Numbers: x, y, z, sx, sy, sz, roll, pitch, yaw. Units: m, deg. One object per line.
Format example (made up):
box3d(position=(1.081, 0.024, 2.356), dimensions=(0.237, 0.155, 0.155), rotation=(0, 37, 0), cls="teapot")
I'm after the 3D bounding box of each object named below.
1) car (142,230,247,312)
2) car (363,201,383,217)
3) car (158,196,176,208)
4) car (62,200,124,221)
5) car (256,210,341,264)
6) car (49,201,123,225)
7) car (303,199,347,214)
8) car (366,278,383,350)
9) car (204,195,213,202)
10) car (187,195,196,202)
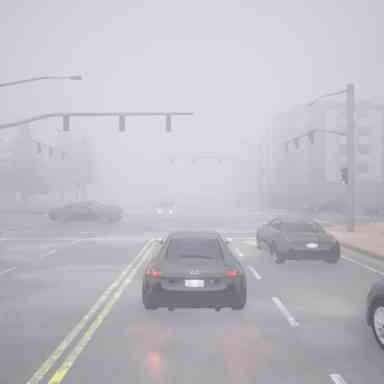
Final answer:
box3d(position=(0.055, 1.564, 7.819), dimensions=(1.994, 1.385, 4.181), rotation=(0, 0, 0), cls="car")
box3d(position=(18.543, 1.505, 31.002), dimensions=(4.892, 1.490, 1.837), rotation=(0, 0, -2), cls="car")
box3d(position=(-3.610, 1.526, 47.134), dimensions=(1.812, 1.442, 4.674), rotation=(0, 0, 0), cls="car")
box3d(position=(-8.356, 1.493, 28.120), dimensions=(4.902, 1.511, 2.128), rotation=(0, 0, -20), cls="car")
box3d(position=(3.575, 1.564, 11.904), dimensions=(1.994, 1.385, 4.181), rotation=(0, 0, 0), cls="car")
box3d(position=(-7.343, 1.491, 23.158), dimensions=(4.902, 1.511, 2.128), rotation=(0, 0, 0), cls="car")
box3d(position=(14.046, 1.492, 34.388), dimensions=(4.902, 1.511, 2.128), rotation=(0, 0, -1), cls="car")
box3d(position=(3.599, 1.505, 3.200), dimensions=(1.837, 1.490, 4.892), rotation=(0, 0, 0), cls="car")
box3d(position=(3.459, 1.363, 71.343), dimensions=(2.128, 1.511, 4.902), rotation=(0, 0, 0), cls="car")
box3d(position=(-0.041, 1.392, 71.327), dimensions=(1.994, 1.385, 4.181), rotation=(0, 0, 0), cls="car")
